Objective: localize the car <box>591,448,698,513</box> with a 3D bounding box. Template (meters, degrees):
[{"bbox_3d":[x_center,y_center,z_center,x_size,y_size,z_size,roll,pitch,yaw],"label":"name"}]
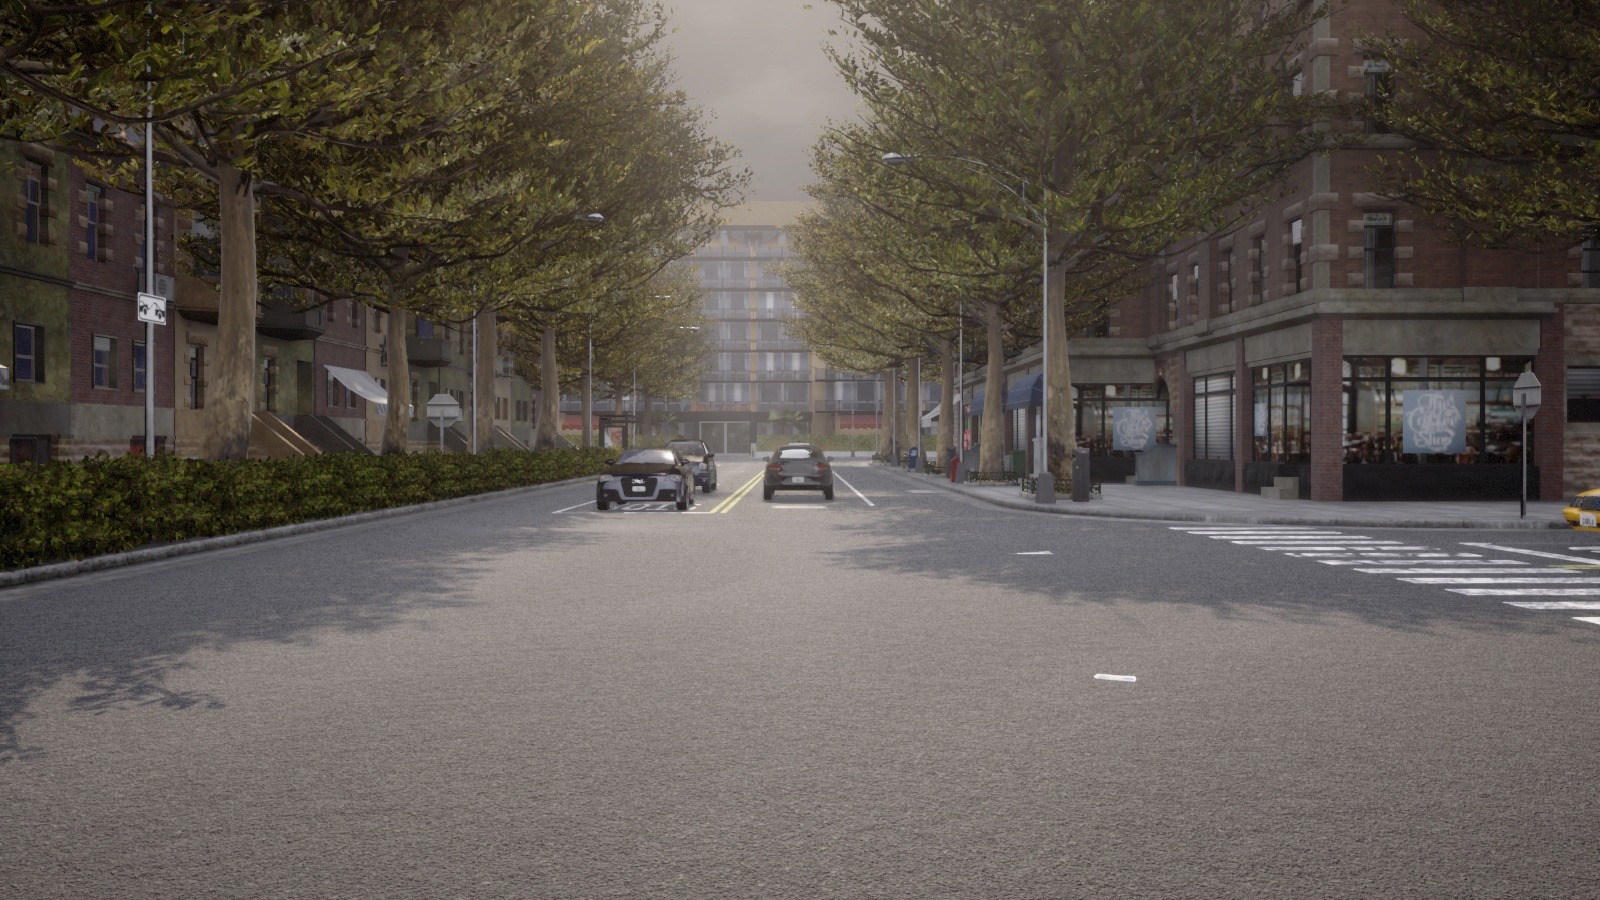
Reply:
[{"bbox_3d":[-3.503,0.644,29.033,1.994,1.385,4.181,0,0,-1],"label":"car"}]

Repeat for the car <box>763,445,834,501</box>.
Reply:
[{"bbox_3d":[-0.041,0.577,34.533,1.812,1.442,4.674,0,0,0],"label":"car"}]

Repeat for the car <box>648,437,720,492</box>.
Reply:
[{"bbox_3d":[-3.528,0.422,38.868,1.851,1.617,3.988,0,0,0],"label":"car"}]

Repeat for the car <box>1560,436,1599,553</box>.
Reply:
[{"bbox_3d":[13.403,0.601,16.829,5.366,1.575,1.801,0,0,-1],"label":"car"}]
